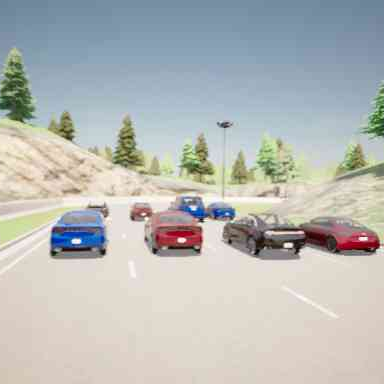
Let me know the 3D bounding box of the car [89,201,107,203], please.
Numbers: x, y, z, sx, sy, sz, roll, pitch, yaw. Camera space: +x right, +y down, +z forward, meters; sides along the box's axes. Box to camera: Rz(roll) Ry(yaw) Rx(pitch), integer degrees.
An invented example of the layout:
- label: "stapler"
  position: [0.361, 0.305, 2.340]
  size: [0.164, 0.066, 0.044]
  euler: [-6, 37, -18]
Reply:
- label: "car"
  position: [-7.533, 1.455, 26.696]
  size: [2.128, 1.511, 4.902]
  euler: [1, 0, -13]

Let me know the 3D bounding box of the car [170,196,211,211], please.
- label: "car"
  position: [-0.468, 1.337, 27.216]
  size: [2.150, 2.045, 5.566]
  euler: [1, 0, -13]

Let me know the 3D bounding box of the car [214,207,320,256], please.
- label: "car"
  position: [2.758, 1.613, 13.734]
  size: [2.128, 1.511, 4.902]
  euler: [1, 0, -13]

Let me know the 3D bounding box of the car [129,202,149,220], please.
- label: "car"
  position: [-4.280, 1.564, 28.168]
  size: [1.812, 1.442, 4.674]
  euler: [1, 0, -13]

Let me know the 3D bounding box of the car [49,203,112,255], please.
- label: "car"
  position: [-4.308, 1.448, 13.241]
  size: [1.882, 1.535, 5.008]
  euler: [1, 0, -13]

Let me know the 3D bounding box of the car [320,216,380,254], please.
- label: "car"
  position: [6.122, 1.761, 14.718]
  size: [1.994, 1.385, 4.181]
  euler: [1, 0, -13]

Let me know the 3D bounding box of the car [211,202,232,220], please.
- label: "car"
  position: [2.413, 1.666, 30.303]
  size: [1.882, 1.535, 5.008]
  euler: [1, 0, -13]

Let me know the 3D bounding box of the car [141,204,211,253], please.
- label: "car"
  position: [-0.904, 1.523, 14.054]
  size: [1.882, 1.535, 5.008]
  euler: [1, 0, -13]
